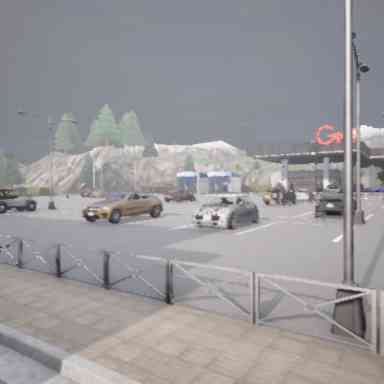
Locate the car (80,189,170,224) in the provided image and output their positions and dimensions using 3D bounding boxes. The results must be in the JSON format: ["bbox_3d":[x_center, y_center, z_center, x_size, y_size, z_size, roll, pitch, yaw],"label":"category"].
[{"bbox_3d":[-3.834,0.790,19.283,2.152,1.636,5.027,0,1,34],"label":"car"}]

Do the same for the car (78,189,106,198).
[{"bbox_3d":[-17.919,0.278,59.791,2.007,1.523,4.514,0,1,34],"label":"car"}]

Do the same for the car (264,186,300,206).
[{"bbox_3d":[8.468,0.321,31.951,1.932,1.855,4.605,0,1,34],"label":"car"}]

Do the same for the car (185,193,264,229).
[{"bbox_3d":[1.673,0.876,15.972,1.970,1.475,3.806,0,1,34],"label":"car"}]

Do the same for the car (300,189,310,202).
[{"bbox_3d":[13.170,0.380,39.012,1.970,1.475,3.806,0,1,34],"label":"car"}]

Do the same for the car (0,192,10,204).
[{"bbox_3d":[-25.821,0.779,42.683,1.970,1.475,3.806,0,1,34],"label":"car"}]

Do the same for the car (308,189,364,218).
[{"bbox_3d":[8.646,0.779,19.777,2.007,1.523,4.514,0,1,34],"label":"car"}]

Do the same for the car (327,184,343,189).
[{"bbox_3d":[15.585,0.118,36.644,1.905,1.878,3.866,0,1,34],"label":"car"}]

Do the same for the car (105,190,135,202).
[{"bbox_3d":[-9.738,0.475,45.108,1.845,1.501,3.633,0,1,34],"label":"car"}]

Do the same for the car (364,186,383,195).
[{"bbox_3d":[35.012,-0.300,64.553,4.611,1.667,2.242,0,1,34],"label":"car"}]

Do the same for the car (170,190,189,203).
[{"bbox_3d":[-1.469,0.477,39.496,2.007,1.523,4.514,0,1,34],"label":"car"}]

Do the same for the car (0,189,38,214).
[{"bbox_3d":[-14.452,0.685,26.420,1.905,1.878,3.866,0,1,34],"label":"car"}]
